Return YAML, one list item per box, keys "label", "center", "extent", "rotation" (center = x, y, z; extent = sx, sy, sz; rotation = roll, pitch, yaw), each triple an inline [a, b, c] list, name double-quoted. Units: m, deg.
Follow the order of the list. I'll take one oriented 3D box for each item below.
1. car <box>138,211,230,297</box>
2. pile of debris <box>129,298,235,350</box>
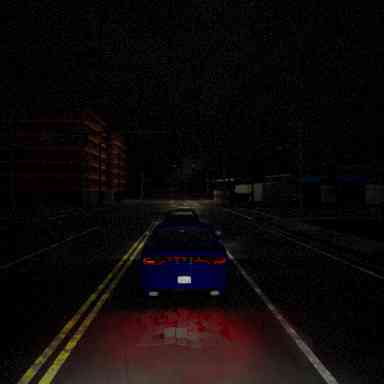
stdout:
- label: "car"
  center: [-0.216, 1.478, 8.646]
  extent: [1.882, 1.535, 5.008]
  rotation: [0, 0, -2]
- label: "pile of debris"
  center: [-0.175, 2.175, 5.675]
  extent: [1.500, 0.140, 1.860]
  rotation: [0, 0, -2]
